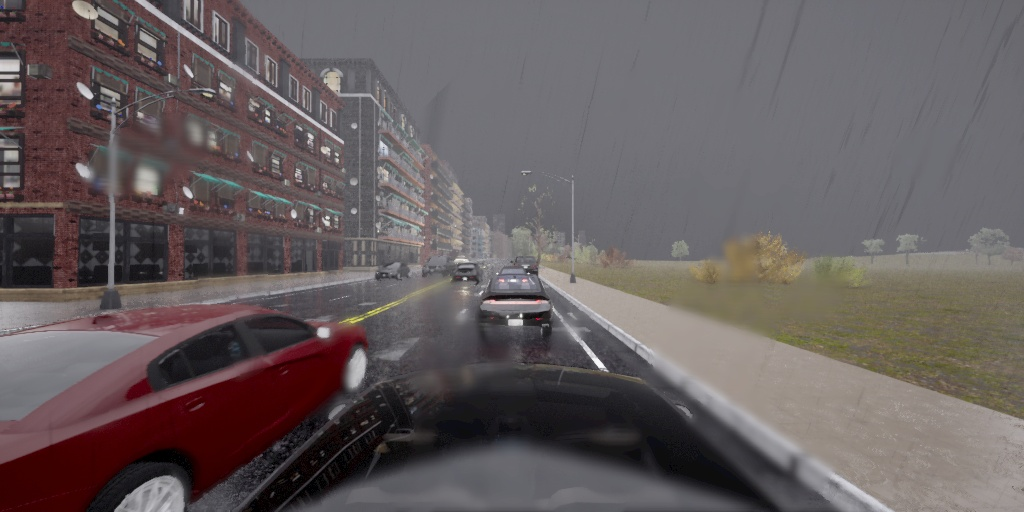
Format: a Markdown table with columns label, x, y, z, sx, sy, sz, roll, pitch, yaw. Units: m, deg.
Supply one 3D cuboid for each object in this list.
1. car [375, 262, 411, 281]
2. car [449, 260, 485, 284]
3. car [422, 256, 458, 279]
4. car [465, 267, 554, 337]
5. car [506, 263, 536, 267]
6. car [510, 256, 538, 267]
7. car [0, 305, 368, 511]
| label | x | y | z | sx | sy | sz | roll | pitch | yaw |
| --- | --- | --- | --- | --- | --- | --- | --- | --- | --- |
| car | -9.918 | 1.259 | 30.190 | 1.837 | 1.490 | 4.892 | 0 | 0 | 0 |
| car | -3.208 | 1.260 | 26.818 | 1.837 | 1.490 | 4.892 | 0 | 1 | 0 |
| car | -6.674 | 0.975 | 33.083 | 2.150 | 2.045 | 5.566 | 0 | 0 | 0 |
| car | 0.081 | 1.243 | 10.272 | 2.128 | 1.511 | 4.902 | 0 | 0 | 0 |
| car | 0.060 | 1.301 | 20.712 | 2.033 | 1.411 | 5.357 | 0 | 0 | 0 |
| car | 1.069 | 0.979 | 30.924 | 2.150 | 2.045 | 5.566 | 0 | 0 | 0 |
| car | -3.155 | 1.228 | 3.589 | 1.882 | 1.535 | 5.008 | 0 | 0 | 0 |
